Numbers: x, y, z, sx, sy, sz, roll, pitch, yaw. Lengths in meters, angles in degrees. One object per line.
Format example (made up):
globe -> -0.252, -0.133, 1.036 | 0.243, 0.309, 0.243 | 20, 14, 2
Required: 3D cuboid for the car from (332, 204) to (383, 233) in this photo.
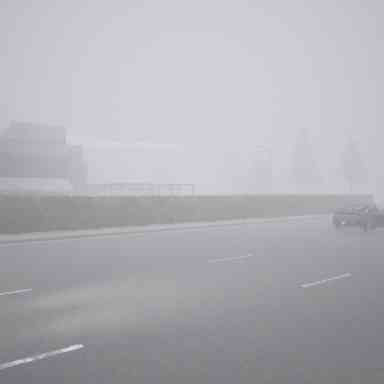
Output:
car -> 10.299, 1.491, 19.688 | 4.902, 1.511, 2.128 | 0, 0, -35
